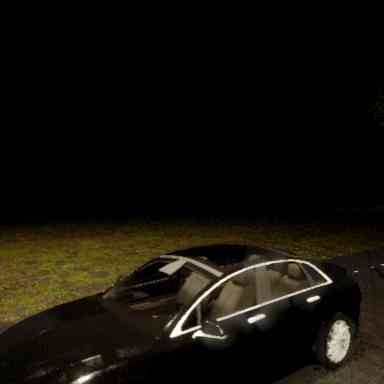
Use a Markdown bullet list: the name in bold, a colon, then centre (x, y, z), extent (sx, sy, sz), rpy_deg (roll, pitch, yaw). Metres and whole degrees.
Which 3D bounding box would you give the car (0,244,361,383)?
- **car**: centre (0.204, 1.504, 4.139), extent (4.892, 1.490, 1.837), rpy_deg (0, 0, -36)
